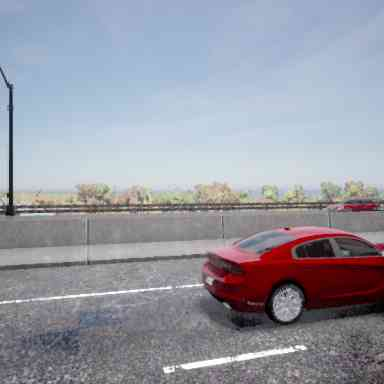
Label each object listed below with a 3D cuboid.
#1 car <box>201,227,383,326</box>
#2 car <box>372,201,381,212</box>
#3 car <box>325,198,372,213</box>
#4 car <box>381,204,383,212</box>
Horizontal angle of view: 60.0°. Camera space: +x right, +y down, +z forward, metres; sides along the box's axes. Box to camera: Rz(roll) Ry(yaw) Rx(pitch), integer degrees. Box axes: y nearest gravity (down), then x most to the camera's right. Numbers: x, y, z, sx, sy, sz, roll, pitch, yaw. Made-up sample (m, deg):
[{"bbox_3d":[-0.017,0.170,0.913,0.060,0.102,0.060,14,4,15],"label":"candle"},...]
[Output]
[{"bbox_3d":[2.677,1.477,6.875,5.008,1.535,1.882,0,0,-18],"label":"car"},{"bbox_3d":[17.607,1.217,26.480,5.566,2.045,2.150,0,0,-18],"label":"car"},{"bbox_3d":[13.918,1.349,28.985,4.553,1.767,2.097,0,0,-18],"label":"car"},{"bbox_3d":[15.900,1.218,22.270,5.566,2.045,2.150,0,0,-18],"label":"car"}]
